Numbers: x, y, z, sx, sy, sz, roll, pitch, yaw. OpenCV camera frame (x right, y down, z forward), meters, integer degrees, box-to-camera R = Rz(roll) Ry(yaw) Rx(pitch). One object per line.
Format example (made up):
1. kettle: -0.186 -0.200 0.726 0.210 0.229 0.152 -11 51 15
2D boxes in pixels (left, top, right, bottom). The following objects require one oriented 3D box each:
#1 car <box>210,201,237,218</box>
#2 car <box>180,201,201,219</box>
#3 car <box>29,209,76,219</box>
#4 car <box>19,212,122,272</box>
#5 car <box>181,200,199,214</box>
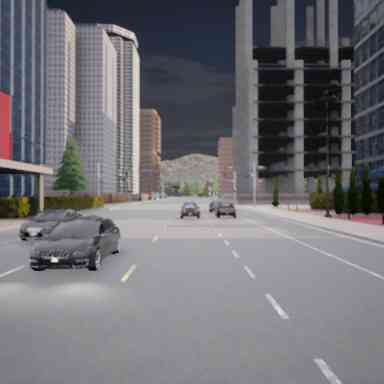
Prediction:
1. car: 3.307 1.795 33.412 2.128 1.511 4.902 0 -1 0
2. car: -0.152 1.822 32.358 1.812 1.442 4.674 0 -1 0
3. car: -7.181 1.657 17.522 2.128 1.511 4.902 0 -1 0
4. car: -3.663 1.613 11.283 1.837 1.490 4.892 0 -1 0
5. car: -0.247 1.883 42.746 2.128 1.511 4.902 0 0 0
